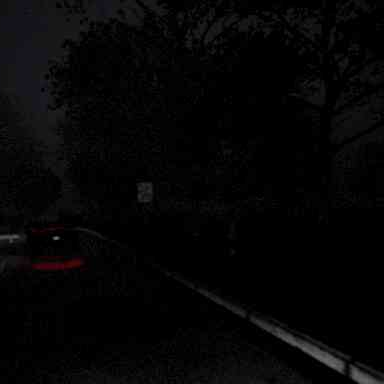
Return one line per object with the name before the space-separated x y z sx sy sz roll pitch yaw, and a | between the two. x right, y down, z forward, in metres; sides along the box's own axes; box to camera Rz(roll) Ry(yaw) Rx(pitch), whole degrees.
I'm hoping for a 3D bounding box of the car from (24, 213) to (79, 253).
car | -6.474 1.688 15.165 1.882 1.535 5.008 -1 0 -28
